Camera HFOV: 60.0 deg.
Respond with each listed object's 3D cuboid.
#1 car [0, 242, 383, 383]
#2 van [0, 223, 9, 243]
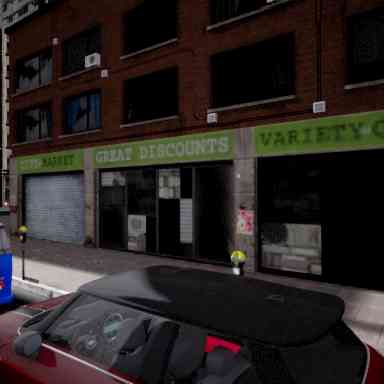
[{"bbox_3d":[-0.453,1.440,3.050,4.097,1.590,1.967,0,0,36],"label":"car"},{"bbox_3d":[-5.084,1.343,6.357,3.998,1.788,1.690,0,0,36],"label":"van"}]
